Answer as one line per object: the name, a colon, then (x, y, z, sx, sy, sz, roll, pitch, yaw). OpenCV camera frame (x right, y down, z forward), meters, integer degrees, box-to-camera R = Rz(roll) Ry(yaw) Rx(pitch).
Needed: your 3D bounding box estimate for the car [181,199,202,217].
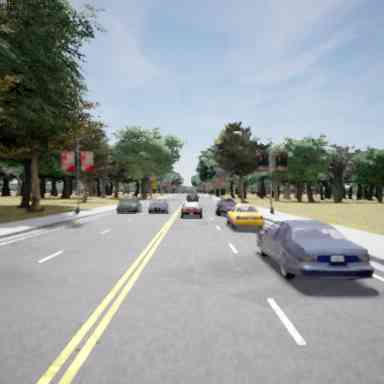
car: (-0.023, 1.564, 30.732, 1.895, 1.301, 4.718, 0, 0, 0)

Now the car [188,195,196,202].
car: (-0.002, 1.444, 74.445, 1.837, 1.490, 4.892, 0, 0, 0)

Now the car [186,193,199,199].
car: (0.095, 1.174, 57.639, 2.150, 2.045, 5.566, 0, 0, 0)

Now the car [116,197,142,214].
car: (-6.594, 1.312, 35.229, 2.097, 1.767, 4.553, 0, 0, 0)

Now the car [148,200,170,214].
car: (-3.345, 1.524, 34.177, 1.994, 1.385, 4.181, 0, 0, 0)

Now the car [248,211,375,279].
car: (3.251, 1.534, 9.946, 2.033, 1.411, 5.357, 0, 0, 0)

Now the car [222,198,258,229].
car: (3.250, 1.428, 21.136, 1.801, 1.575, 5.366, 0, 0, 0)

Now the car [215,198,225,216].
car: (3.250, 1.393, 31.947, 2.033, 1.649, 4.856, 0, 0, 0)
